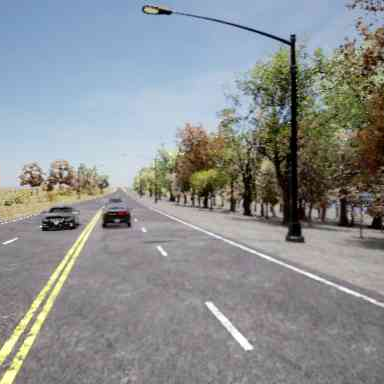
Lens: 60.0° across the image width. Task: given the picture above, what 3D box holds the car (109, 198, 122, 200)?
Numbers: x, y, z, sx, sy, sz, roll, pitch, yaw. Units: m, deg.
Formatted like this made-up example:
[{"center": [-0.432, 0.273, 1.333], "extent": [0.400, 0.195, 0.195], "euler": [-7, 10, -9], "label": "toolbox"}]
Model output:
[{"center": [-8.438, 1.393, 36.782], "extent": [2.097, 1.767, 4.553], "euler": [-1, 0, -13], "label": "car"}]

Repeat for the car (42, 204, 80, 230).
[{"center": [-8.405, 1.566, 21.657], "extent": [1.837, 1.490, 4.892], "euler": [-1, 0, -13], "label": "car"}]

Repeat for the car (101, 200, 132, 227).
[{"center": [-5.211, 1.537, 23.070], "extent": [1.837, 1.490, 4.892], "euler": [-1, 0, -13], "label": "car"}]
